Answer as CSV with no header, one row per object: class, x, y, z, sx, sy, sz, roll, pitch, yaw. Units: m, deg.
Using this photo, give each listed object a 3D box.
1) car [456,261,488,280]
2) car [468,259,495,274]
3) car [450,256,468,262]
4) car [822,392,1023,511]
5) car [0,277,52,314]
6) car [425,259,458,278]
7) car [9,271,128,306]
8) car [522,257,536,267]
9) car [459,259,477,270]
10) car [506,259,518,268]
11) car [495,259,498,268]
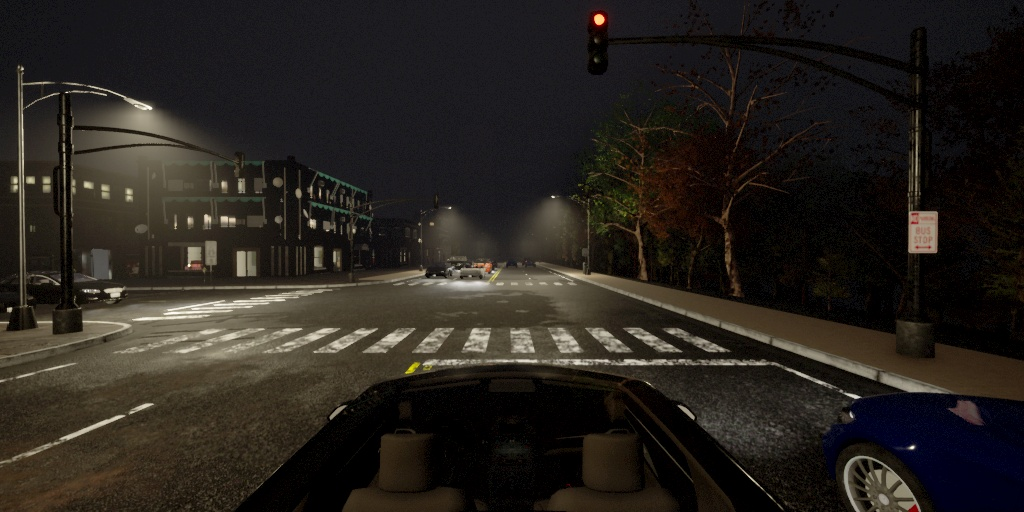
car,-3.413,1.342,31.397,1.895,1.301,4.718,0,0,0
car,-3.433,1.088,41.106,2.097,1.767,4.553,0,0,0
car,-6.685,0.957,44.224,2.150,2.045,5.566,0,0,0
car,3.358,1.276,0.873,1.812,1.442,4.674,0,0,1
car,-19.973,1.565,12.833,4.313,1.339,1.948,0,0,0
car,-6.667,1.288,33.431,2.033,1.411,5.357,0,0,0
car,-19.654,1.459,15.540,4.902,1.511,2.128,-1,1,0
car,3.211,1.274,63.678,2.033,1.411,5.357,0,0,0
car,-6.709,1.222,54.623,2.128,1.511,4.902,0,0,0
car,-0.043,1.253,61.776,1.812,1.442,4.674,0,0,0
car,-3.448,1.224,51.269,2.128,1.511,4.902,0,0,0
